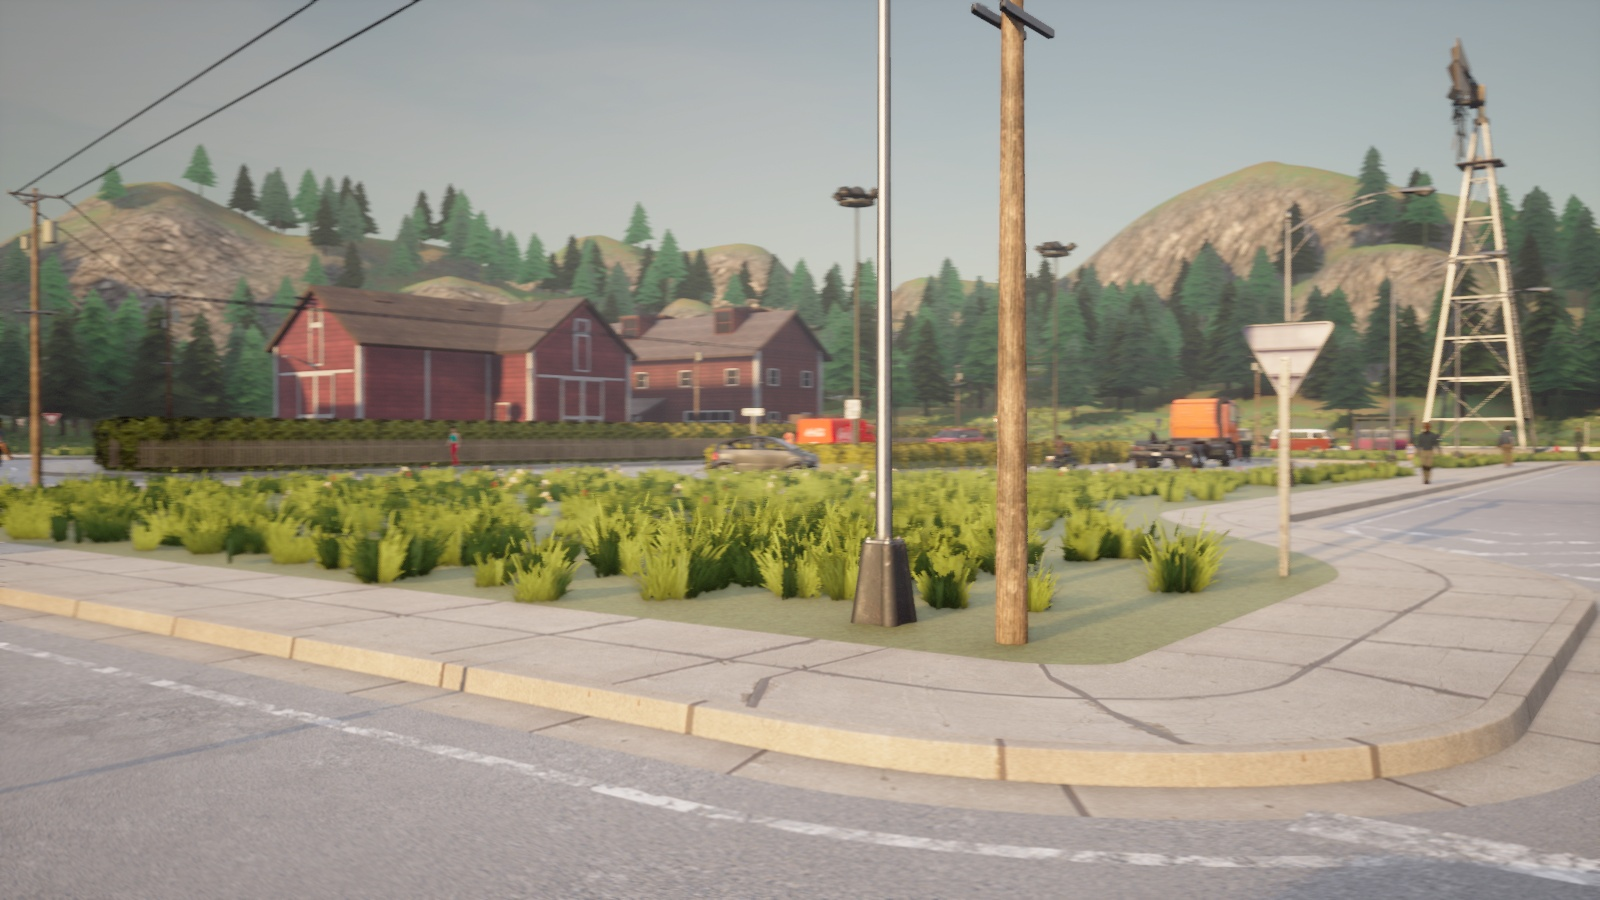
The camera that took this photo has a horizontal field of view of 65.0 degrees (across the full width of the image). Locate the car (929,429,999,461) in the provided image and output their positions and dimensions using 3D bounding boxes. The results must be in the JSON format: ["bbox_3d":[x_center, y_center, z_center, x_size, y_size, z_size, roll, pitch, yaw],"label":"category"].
[{"bbox_3d":[11.056,-0.344,84.132,2.150,2.045,5.566,1,1,37],"label":"car"}]

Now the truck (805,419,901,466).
[{"bbox_3d":[2.898,-0.415,67.593,2.627,2.467,5.204,1,1,37],"label":"truck"}]

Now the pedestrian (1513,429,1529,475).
[{"bbox_3d":[30.413,0.083,52.967,0.423,1.949,0.788,1,1,42],"label":"pedestrian"}]

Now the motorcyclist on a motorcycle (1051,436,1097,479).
[{"bbox_3d":[10.757,0.286,49.283,0.766,1.649,2.350,1,0,39],"label":"motorcyclist on a motorcycle"}]

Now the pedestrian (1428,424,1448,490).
[{"bbox_3d":[18.065,0.199,35.539,0.370,1.835,0.726,1,1,36],"label":"pedestrian"}]

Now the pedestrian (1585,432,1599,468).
[{"bbox_3d":[41.118,0.017,65.123,0.614,1.847,0.353,0,1,-22],"label":"pedestrian"}]

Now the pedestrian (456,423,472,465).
[{"bbox_3d":[-14.923,-0.260,55.841,0.345,1.836,0.594,1,1,34],"label":"pedestrian"}]

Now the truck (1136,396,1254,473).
[{"bbox_3d":[19.095,-0.716,60.343,2.891,3.462,7.936,1,1,37],"label":"truck"}]

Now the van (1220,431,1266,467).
[{"bbox_3d":[25.396,-0.075,72.181,1.775,1.987,4.442,1,1,10],"label":"van"}]

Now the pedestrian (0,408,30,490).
[{"bbox_3d":[-18.142,-0.020,28.751,0.540,1.848,0.694,1,1,18],"label":"pedestrian"}]

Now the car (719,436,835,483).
[{"bbox_3d":[-0.773,0.300,43.610,3.705,1.549,1.789,0,1,14],"label":"car"}]
